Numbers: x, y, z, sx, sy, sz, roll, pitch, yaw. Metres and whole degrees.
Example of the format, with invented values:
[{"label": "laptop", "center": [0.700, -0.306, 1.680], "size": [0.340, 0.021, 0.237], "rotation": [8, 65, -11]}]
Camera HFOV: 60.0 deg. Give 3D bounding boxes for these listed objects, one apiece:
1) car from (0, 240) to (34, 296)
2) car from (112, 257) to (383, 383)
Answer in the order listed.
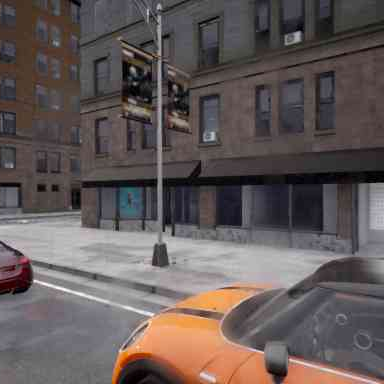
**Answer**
[{"label": "car", "center": [-5.482, 1.564, 7.582], "size": [4.181, 1.385, 1.994], "rotation": [0, 0, 36]}, {"label": "car", "center": [1.457, 1.352, 2.647], "size": [4.553, 1.767, 2.097], "rotation": [0, 0, 36]}]
